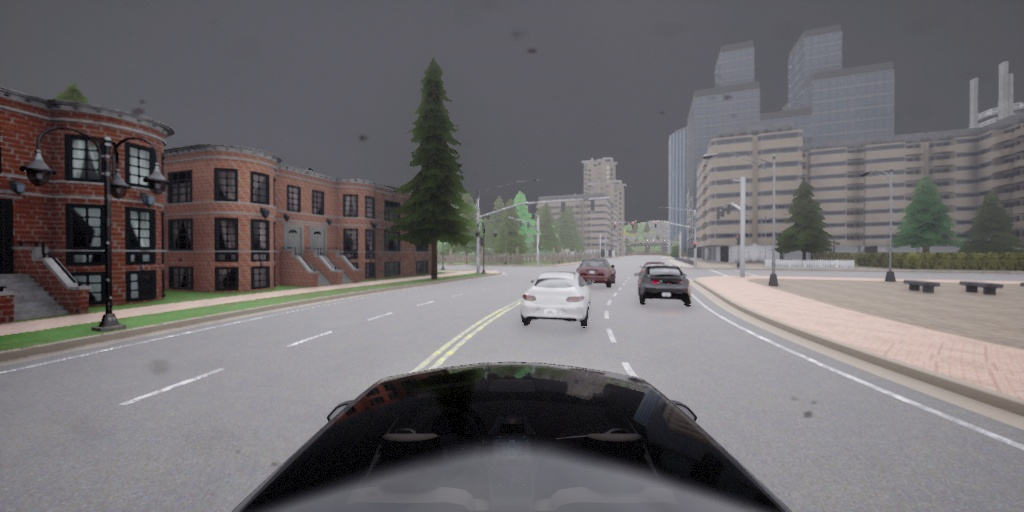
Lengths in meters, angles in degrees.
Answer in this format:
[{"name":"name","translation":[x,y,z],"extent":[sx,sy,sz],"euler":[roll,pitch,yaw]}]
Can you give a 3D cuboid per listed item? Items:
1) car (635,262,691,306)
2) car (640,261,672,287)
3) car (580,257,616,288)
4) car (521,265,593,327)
[{"name":"car","translation":[6.385,1.146,15.332],"extent":[1.837,1.490,4.892],"euler":[0,0,18]},{"name":"car","translation":[9.574,1.099,24.020],"extent":[1.812,1.442,4.674],"euler":[0,0,21]},{"name":"car","translation":[5.315,0.935,22.575],"extent":[2.097,1.767,4.553],"euler":[0,0,20]},{"name":"car","translation":[1.490,1.199,11.191],"extent":[1.812,1.442,4.674],"euler":[0,1,13]}]
